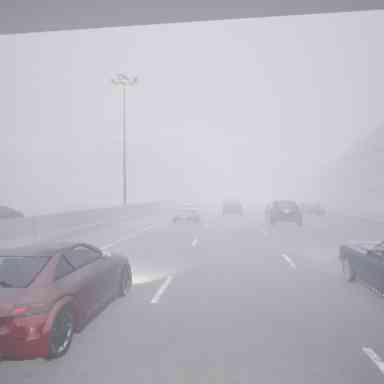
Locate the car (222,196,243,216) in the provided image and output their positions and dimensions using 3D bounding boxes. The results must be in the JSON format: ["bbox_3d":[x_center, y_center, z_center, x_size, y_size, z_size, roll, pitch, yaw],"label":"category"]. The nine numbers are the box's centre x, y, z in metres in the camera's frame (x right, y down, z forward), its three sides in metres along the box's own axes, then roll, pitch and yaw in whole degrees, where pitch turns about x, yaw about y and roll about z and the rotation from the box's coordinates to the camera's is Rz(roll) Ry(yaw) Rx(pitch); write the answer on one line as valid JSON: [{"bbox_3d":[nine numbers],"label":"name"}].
[{"bbox_3d":[3.965,1.503,32.764,1.882,1.535,5.008,0,0,6],"label":"car"}]

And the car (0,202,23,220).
[{"bbox_3d":[-11.845,1.508,19.118,1.882,1.535,5.008,0,0,6],"label":"car"}]

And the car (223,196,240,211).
[{"bbox_3d":[5.091,1.386,42.873,2.097,1.767,4.553,0,0,6],"label":"car"}]

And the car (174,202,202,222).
[{"bbox_3d":[-0.295,1.550,26.179,1.812,1.442,4.674,0,0,6],"label":"car"}]

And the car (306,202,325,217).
[{"bbox_3d":[10.804,1.617,30.939,1.895,1.301,4.718,0,0,6],"label":"car"}]

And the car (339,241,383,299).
[{"bbox_3d":[4.577,1.602,6.658,1.895,1.301,4.718,0,0,6],"label":"car"}]

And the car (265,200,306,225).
[{"bbox_3d":[6.528,1.367,24.172,2.097,1.767,4.553,0,0,6],"label":"car"}]

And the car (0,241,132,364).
[{"bbox_3d":[-2.534,1.573,6.043,1.994,1.385,4.181,0,0,6],"label":"car"}]
